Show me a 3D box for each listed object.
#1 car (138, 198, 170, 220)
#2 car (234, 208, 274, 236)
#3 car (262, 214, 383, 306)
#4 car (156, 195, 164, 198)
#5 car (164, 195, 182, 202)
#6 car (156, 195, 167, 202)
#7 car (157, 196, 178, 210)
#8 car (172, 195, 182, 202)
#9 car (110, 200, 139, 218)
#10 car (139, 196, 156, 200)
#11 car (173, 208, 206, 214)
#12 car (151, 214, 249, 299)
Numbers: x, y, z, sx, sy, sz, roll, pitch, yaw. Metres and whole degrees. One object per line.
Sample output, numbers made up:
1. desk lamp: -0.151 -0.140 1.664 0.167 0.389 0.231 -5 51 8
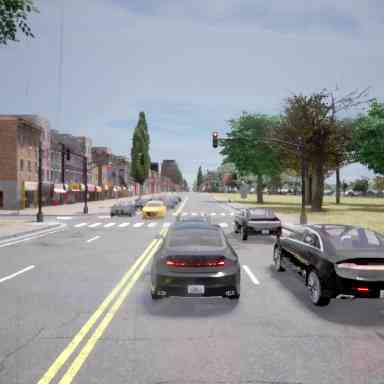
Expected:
1. car: -3.364 1.614 30.358 1.882 1.535 5.008 0 0 0
2. car: 3.290 1.577 17.236 2.128 1.511 4.902 0 0 0
3. car: 3.327 1.515 8.026 2.128 1.511 4.902 0 0 0
4. car: -6.597 1.483 59.479 2.128 1.511 4.902 0 0 0
5. car: -3.352 1.544 58.756 2.033 1.411 5.357 0 1 0
6. car: -6.530 1.420 71.808 2.033 1.411 5.357 0 1 0
7. car: -3.366 1.666 45.342 1.994 1.385 4.181 0 0 0
8. car: -3.281 1.453 73.864 1.895 1.301 4.718 0 0 0
9. car: -6.614 1.704 32.366 1.994 1.385 4.181 0 0 0
10. car: -6.618 1.646 45.980 2.033 1.411 5.357 0 0 0
11. car: 0.045 1.690 17.771 1.895 1.301 4.718 0 0 0
12. car: 0.078 1.531 8.466 1.837 1.490 4.892 0 0 0
